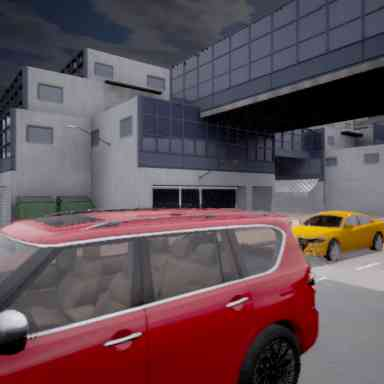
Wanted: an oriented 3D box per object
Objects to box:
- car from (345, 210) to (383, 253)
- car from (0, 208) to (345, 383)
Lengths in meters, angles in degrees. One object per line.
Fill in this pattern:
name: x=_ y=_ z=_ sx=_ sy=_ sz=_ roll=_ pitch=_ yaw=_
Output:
car: x=5.302 y=1.477 z=12.371 sx=5.008 sy=1.535 sz=1.882 roll=0 pitch=0 yaw=-37
car: x=-1.028 y=1.225 z=3.188 sx=5.566 sy=2.045 sz=2.150 roll=1 pitch=0 yaw=-38
